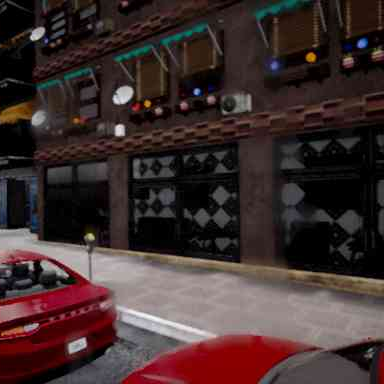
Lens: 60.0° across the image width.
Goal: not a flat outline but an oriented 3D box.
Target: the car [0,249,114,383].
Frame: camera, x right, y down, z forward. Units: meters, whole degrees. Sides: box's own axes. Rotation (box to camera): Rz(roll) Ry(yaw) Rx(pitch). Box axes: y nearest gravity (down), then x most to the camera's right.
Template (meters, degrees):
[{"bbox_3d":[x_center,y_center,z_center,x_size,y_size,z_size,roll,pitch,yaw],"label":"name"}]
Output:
[{"bbox_3d":[-3.060,1.532,4.929,4.507,1.381,1.887,0,-1,36],"label":"car"}]

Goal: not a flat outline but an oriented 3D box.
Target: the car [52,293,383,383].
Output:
[{"bbox_3d":[1.441,1.546,1.716,4.507,1.381,1.887,0,-1,36],"label":"car"}]
